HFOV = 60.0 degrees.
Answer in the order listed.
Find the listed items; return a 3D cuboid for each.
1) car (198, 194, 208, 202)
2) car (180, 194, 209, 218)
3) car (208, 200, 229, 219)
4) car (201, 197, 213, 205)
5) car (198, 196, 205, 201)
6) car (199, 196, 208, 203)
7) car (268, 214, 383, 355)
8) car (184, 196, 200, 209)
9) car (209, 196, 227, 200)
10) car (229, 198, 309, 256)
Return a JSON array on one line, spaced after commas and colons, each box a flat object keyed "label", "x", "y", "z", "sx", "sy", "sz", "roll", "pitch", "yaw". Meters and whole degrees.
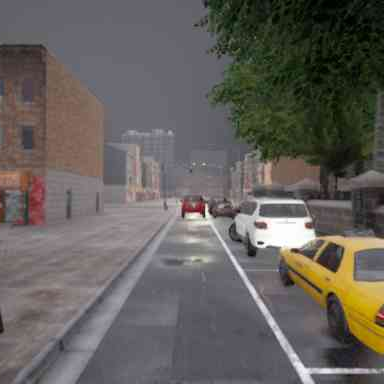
[{"label": "car", "x": 2.657, "y": 1.486, "z": 82.198, "sx": 2.192, "sy": 1.841, "sz": 5.009, "roll": 0, "pitch": 0, "yaw": 0}, {"label": "car", "x": 0.096, "y": 1.244, "z": 31.006, "sx": 2.150, "sy": 2.045, "sz": 5.566, "roll": 0, "pitch": 0, "yaw": -1}, {"label": "car", "x": 2.649, "y": 1.601, "z": 28.568, "sx": 1.802, "sy": 1.307, "sz": 4.206, "roll": 1, "pitch": 0, "yaw": 0}, {"label": "car", "x": 2.653, "y": 1.637, "z": 60.448, "sx": 1.887, "sy": 1.381, "sz": 4.507, "roll": 1, "pitch": 0, "yaw": 0}, {"label": "car", "x": 2.656, "y": 1.801, "z": 93.071, "sx": 1.802, "sy": 1.307, "sz": 4.206, "roll": 0, "pitch": 0, "yaw": 0}, {"label": "car", "x": 2.654, "y": 1.694, "z": 76.760, "sx": 1.887, "sy": 1.381, "sz": 4.507, "roll": 0, "pitch": 0, "yaw": 0}, {"label": "car", "x": 3.026, "y": 1.458, "z": 6.340, "sx": 1.801, "sy": 1.575, "sz": 5.366, "roll": 0, "pitch": 0, "yaw": 0}, {"label": "car", "x": 0.063, "y": 1.410, "z": 46.386, "sx": 2.097, "sy": 1.767, "sz": 4.553, "roll": 0, "pitch": 0, "yaw": 0}, {"label": "car", "x": 2.653, "y": 1.343, "z": 34.018, "sx": 2.192, "sy": 1.841, "sz": 5.009, "roll": 1, "pitch": 0, "yaw": 0}, {"label": "car", "x": 2.983, "y": 1.224, "z": 13.180, "sx": 2.150, "sy": 2.045, "sz": 5.566, "roll": 0, "pitch": 0, "yaw": 0}]
